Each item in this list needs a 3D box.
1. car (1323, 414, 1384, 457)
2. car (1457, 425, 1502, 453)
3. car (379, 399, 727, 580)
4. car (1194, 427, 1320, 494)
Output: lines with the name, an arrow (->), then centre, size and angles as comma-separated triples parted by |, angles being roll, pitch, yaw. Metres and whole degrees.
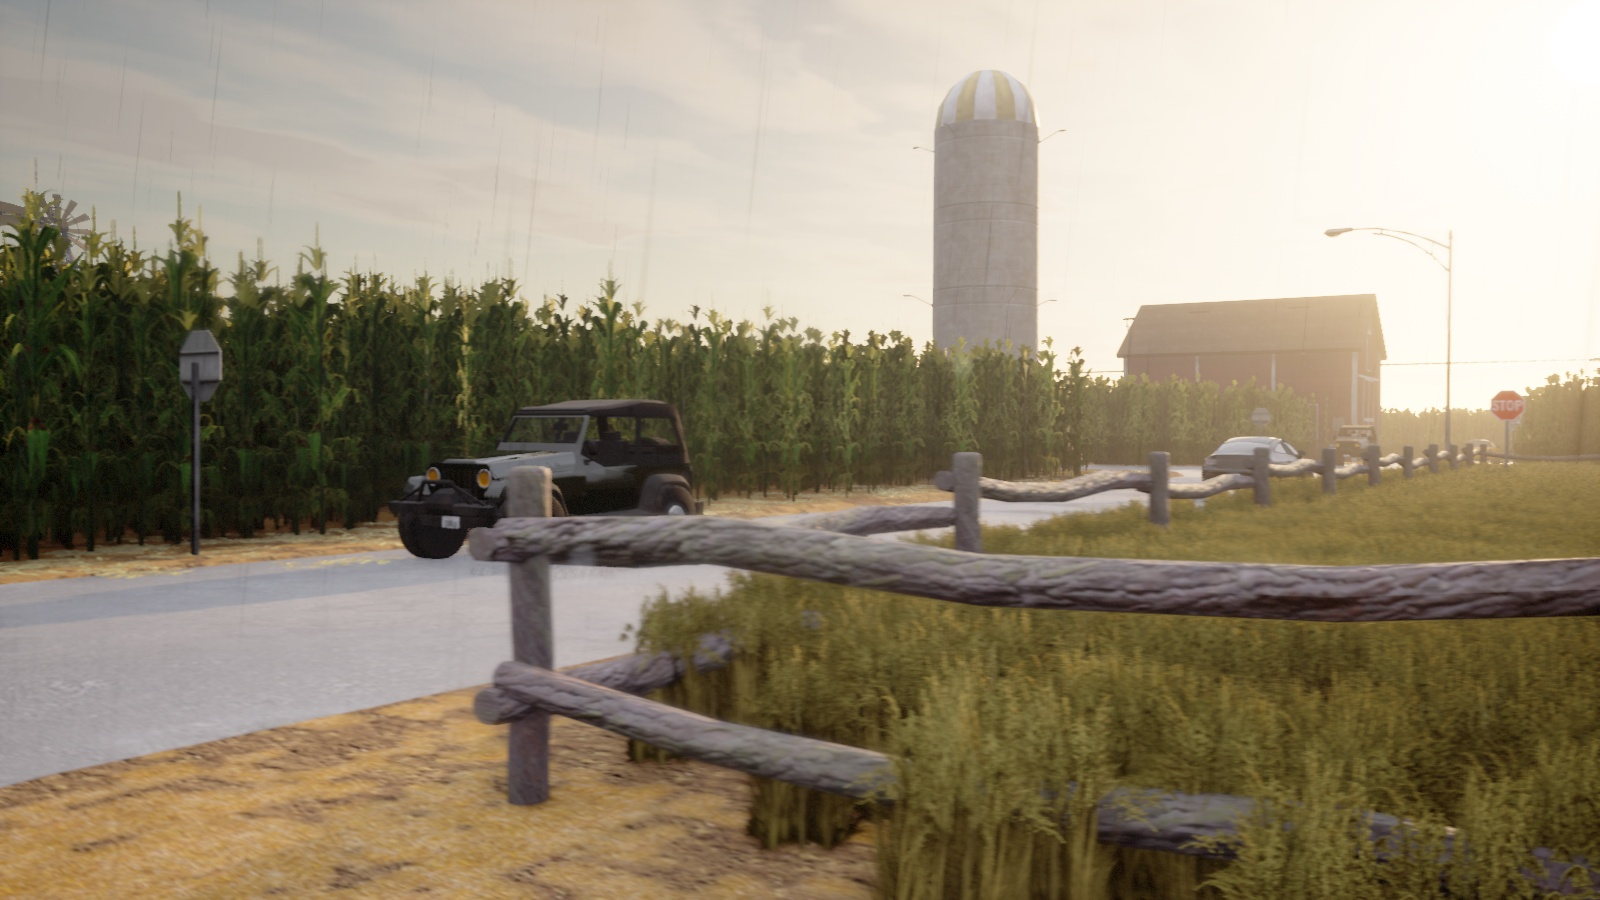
car -> 25.181, -0.660, 57.043 | 1.905, 1.878, 3.866 | 0, 1, 34
car -> 39.539, -0.678, 72.965 | 1.801, 1.575, 5.366 | 0, 1, 34
car -> -2.818, 0.361, 15.104 | 1.905, 1.878, 3.866 | 0, 1, 34
car -> 11.145, 0.198, 30.434 | 1.812, 1.442, 4.674 | 0, 1, 34
